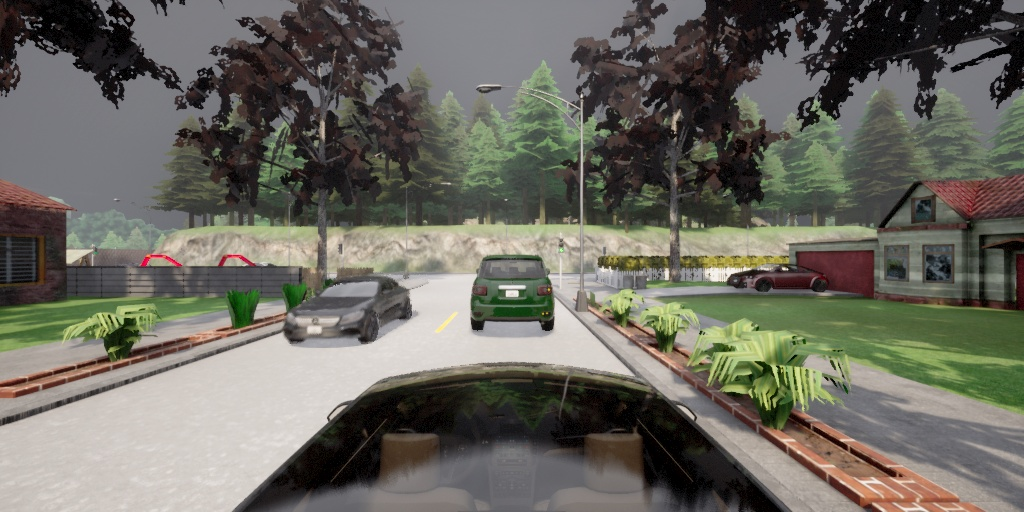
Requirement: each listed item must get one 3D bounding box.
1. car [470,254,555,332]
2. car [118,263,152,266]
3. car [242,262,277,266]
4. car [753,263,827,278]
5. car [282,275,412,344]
[{"bbox_3d":[0.030,0.971,11.043,2.150,2.045,5.566,0,0,1],"label":"car"},{"bbox_3d":[-35.049,1.313,33.587,4.181,1.385,1.994,0,0,0],"label":"car"},{"bbox_3d":[-23.248,1.276,33.558,4.674,1.442,1.812,0,0,0],"label":"car"},{"bbox_3d":[29.115,0.971,37.680,5.566,2.045,2.150,0,0,0],"label":"car"},{"bbox_3d":[-4.089,1.276,9.762,1.812,1.442,4.674,0,0,0],"label":"car"}]
